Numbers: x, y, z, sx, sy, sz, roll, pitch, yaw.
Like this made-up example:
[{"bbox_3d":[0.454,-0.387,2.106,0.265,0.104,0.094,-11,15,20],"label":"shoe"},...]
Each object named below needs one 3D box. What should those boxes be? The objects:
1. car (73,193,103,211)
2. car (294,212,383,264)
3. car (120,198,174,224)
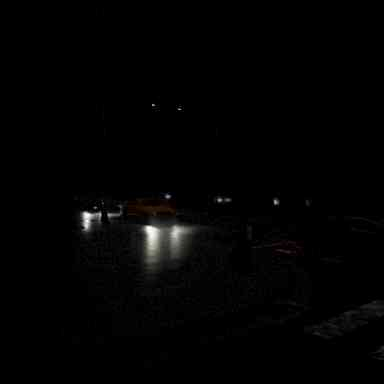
[{"bbox_3d":[-9.995,1.078,31.803,1.895,1.301,4.718,0,1,-35],"label":"car"},{"bbox_3d":[5.418,1.407,9.912,2.128,1.511,4.902,-1,1,-35],"label":"car"},{"bbox_3d":[-3.034,1.154,21.903,1.882,1.535,5.008,0,1,-35],"label":"car"}]
